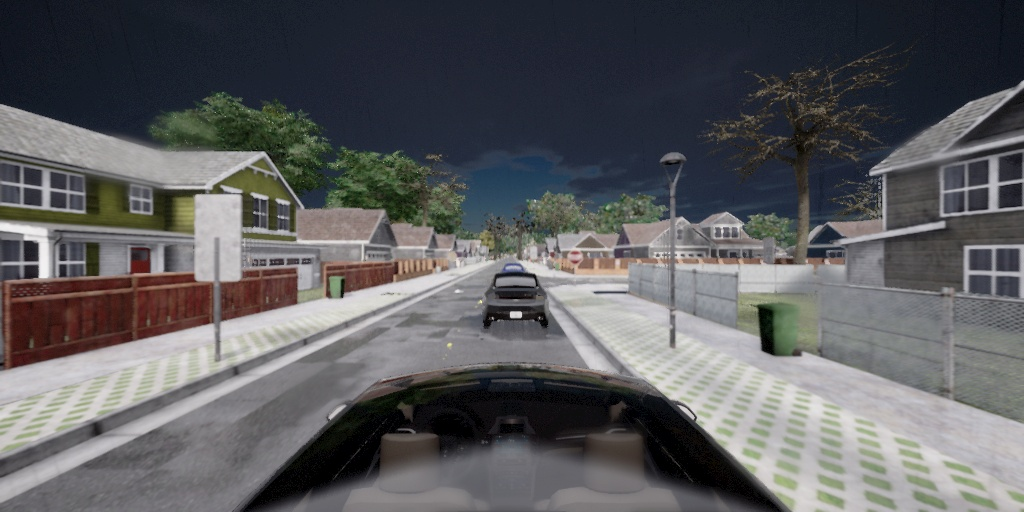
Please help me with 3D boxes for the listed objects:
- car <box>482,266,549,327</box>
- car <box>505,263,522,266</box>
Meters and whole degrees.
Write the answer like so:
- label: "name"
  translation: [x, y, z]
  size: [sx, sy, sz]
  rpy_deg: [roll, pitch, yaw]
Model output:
- label: "car"
  translation: [0.102, 1.248, 11.522]
  size: [1.837, 1.490, 4.892]
  rpy_deg: [0, 0, 0]
- label: "car"
  translation: [0.102, 1.254, 26.431]
  size: [1.812, 1.442, 4.674]
  rpy_deg: [0, 0, 0]
